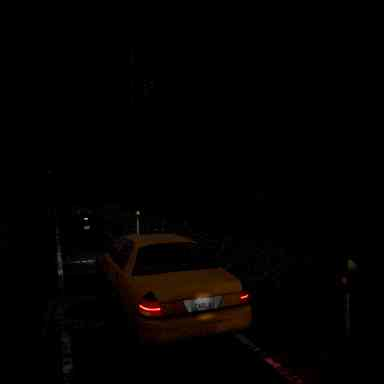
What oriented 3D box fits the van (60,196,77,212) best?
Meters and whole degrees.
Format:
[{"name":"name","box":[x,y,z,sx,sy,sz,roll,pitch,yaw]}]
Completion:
[{"name":"van","box":[-14.565,1.342,39.110,1.690,1.788,3.998,0,0,-23]}]

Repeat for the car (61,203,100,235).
[{"name":"car","box":[-6.104,1.551,18.699,2.008,1.369,4.403,0,0,-23]}]

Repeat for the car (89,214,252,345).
[{"name":"car","box":[-0.838,1.457,6.757,1.801,1.575,5.366,0,0,-23]}]

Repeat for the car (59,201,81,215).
[{"name":"car","box":[-8.219,1.551,23.802,2.008,1.369,4.403,0,0,-23]}]

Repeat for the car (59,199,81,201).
[{"name":"car","box":[-10.334,1.566,28.904,1.947,1.339,4.313,0,0,-23]}]

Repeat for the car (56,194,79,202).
[{"name":"car","box":[-12.449,1.316,34.007,2.192,1.841,5.009,0,0,-23]}]

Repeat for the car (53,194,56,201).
[{"name":"car","box":[-31.636,1.468,79.545,1.967,1.590,4.097,0,0,-24]}]
